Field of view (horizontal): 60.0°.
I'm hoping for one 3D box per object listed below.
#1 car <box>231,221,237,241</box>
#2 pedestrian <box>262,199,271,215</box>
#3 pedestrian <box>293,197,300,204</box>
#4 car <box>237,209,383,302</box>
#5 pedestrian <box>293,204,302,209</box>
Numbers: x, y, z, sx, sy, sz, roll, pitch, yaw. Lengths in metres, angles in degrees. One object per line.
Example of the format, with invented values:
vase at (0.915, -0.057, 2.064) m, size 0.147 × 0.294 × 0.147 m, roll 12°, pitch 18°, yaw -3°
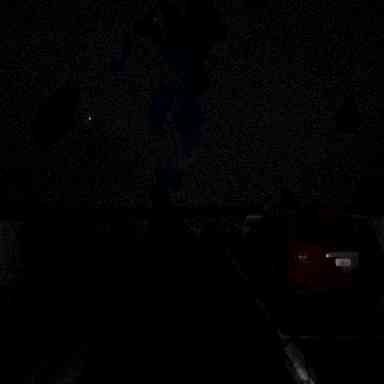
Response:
car at (2.633, 1.514, 13.902) m, size 1.752 × 1.417 × 4.829 m, roll 0°, pitch 0°, yaw 0°
pedestrian at (4.094, 1.279, 18.364) m, size 0.375 × 1.860 × 0.375 m, roll 0°, pitch 0°, yaw 0°
pedestrian at (5.569, 1.128, 17.764) m, size 0.375 × 1.860 × 0.375 m, roll 0°, pitch 0°, yaw 0°
car at (2.634, 1.308, 8.186) m, size 2.192 × 1.841 × 5.009 m, roll 0°, pitch 0°, yaw 0°
pedestrian at (5.374, 1.408, 17.164) m, size 0.375 × 1.300 × 0.375 m, roll 0°, pitch 0°, yaw 0°
